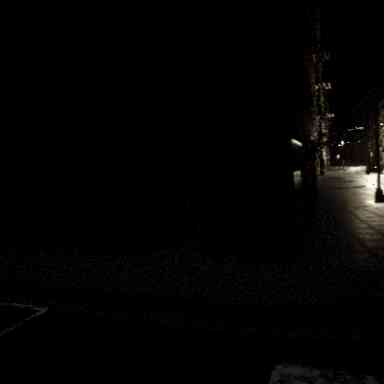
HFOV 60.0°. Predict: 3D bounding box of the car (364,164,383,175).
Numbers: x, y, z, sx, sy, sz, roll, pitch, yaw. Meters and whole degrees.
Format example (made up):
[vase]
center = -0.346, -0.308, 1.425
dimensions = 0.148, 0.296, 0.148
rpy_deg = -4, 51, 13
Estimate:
[car]
center = 24.875, -3.167, 45.740
dimensions = 1.812, 1.442, 4.674
rpy_deg = -3, 4, 23
